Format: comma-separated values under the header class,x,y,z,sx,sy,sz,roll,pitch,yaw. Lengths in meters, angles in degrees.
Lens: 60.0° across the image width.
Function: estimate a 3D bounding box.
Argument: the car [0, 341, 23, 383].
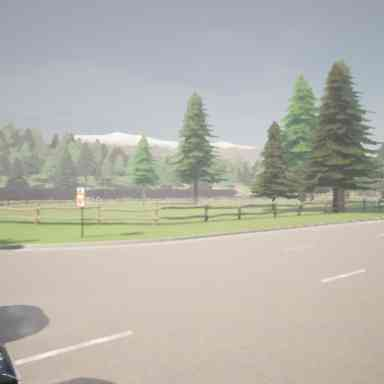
class,x,y,z,sx,sy,sz,roll,pitch,yaw
car,-3.200,1.353,1.463,4.553,1.767,2.097,0,0,-36
